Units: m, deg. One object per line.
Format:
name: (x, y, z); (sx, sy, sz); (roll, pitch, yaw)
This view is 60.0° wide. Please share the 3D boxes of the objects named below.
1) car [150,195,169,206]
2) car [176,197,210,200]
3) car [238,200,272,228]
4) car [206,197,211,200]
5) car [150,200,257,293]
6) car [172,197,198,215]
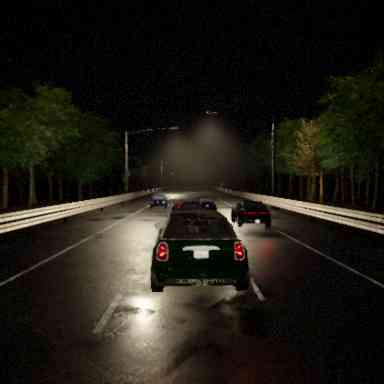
car: (-3.648, 1.092, 37.908); (2.033, 1.411, 5.357); (0, 1, 0)
car: (-0.031, 1.285, 19.943); (1.812, 1.442, 4.674); (0, 1, 0)
car: (3.471, 1.263, 20.168); (1.837, 1.490, 4.892); (0, 1, 0)
car: (0.941, 1.181, 32.462); (1.994, 1.385, 4.181); (1, 1, -14)
car: (0.081, 1.244, 8.801); (2.097, 1.767, 4.553); (0, 1, -3)
car: (-0.744, 1.228, 30.626); (1.895, 1.301, 4.718); (-2, 1, -7)
